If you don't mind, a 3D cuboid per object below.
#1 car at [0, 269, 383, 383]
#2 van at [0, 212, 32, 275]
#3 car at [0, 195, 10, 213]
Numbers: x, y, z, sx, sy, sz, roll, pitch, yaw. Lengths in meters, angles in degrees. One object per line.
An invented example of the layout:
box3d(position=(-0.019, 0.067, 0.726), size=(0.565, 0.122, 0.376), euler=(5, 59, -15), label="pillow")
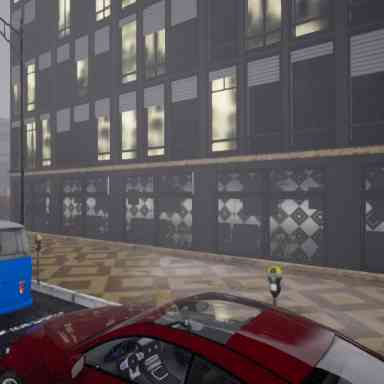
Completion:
box3d(position=(0.000, 1.582, 2.836), size=(4.206, 1.307, 1.802), euler=(0, 0, 35), label="car")
box3d(position=(-4.633, 1.342, 6.138), size=(3.998, 1.788, 1.690), euler=(0, 0, 35), label="van")
box3d(position=(-14.535, 1.357, 28.246), size=(2.192, 1.841, 5.009), euler=(-1, -1, 35), label="car")
